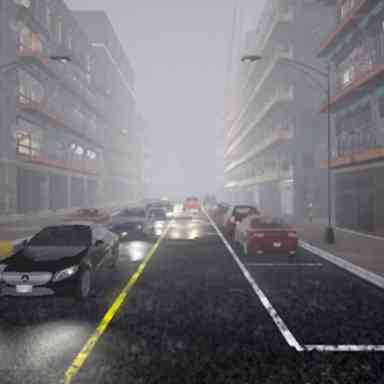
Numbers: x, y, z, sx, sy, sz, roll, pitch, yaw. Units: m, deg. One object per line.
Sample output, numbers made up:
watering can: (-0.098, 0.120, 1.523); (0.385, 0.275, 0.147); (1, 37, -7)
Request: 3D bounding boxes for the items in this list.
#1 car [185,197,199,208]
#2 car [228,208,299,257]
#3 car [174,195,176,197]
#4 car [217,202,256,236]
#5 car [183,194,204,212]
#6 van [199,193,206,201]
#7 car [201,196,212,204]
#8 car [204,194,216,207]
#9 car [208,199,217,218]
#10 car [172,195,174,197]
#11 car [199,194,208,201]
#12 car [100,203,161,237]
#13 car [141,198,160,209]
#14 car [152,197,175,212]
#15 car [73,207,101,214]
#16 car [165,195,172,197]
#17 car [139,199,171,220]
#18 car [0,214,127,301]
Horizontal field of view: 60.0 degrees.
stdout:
car: (-0.001, 1.509, 49.146); (2.033, 1.411, 5.357); (0, 0, 0)
car: (2.697, 1.533, 12.790); (1.887, 1.381, 4.507); (1, 0, 0)
car: (-5.689, 1.491, 90.132); (2.008, 1.369, 4.403); (1, 0, 0)
car: (2.698, 1.424, 18.314); (1.967, 1.590, 4.097); (1, 0, 0)
car: (-0.002, 1.320, 39.021); (2.097, 1.767, 4.553); (0, 0, 0)
van: (2.694, 1.283, 84.595); (1.690, 1.788, 3.998); (1, 0, 0)
car: (2.694, 1.519, 62.501); (1.947, 1.339, 4.313); (1, 0, 0)
car: (2.697, 1.275, 51.455); (2.192, 1.841, 5.009); (1, 0, 0)
car: (2.696, 1.557, 29.361); (1.802, 1.307, 4.206); (1, 0, 0)
car: (-5.688, 1.498, 73.561); (2.008, 1.369, 4.403); (1, 0, 0)
car: (2.694, 1.385, 79.072); (1.967, 1.590, 4.097); (1, 0, 0)
car: (-3.093, 1.532, 18.034); (2.033, 1.411, 5.357); (0, 0, 0)
car: (-5.686, 1.514, 45.945); (2.008, 1.369, 4.403); (1, 0, 0)
car: (-3.058, 1.533, 37.655); (1.994, 1.385, 4.181); (0, 0, 0)
car: (-5.684, 1.529, 18.327); (1.887, 1.381, 4.507); (1, 0, 0)
car: (-5.687, 1.475, 67.867); (1.752, 1.417, 4.829); (1, 0, 0)
car: (-3.094, 1.541, 27.579); (1.994, 1.385, 4.181); (0, 0, 0)
car: (-3.092, 1.518, 8.452); (1.812, 1.442, 4.674); (0, 0, 0)
